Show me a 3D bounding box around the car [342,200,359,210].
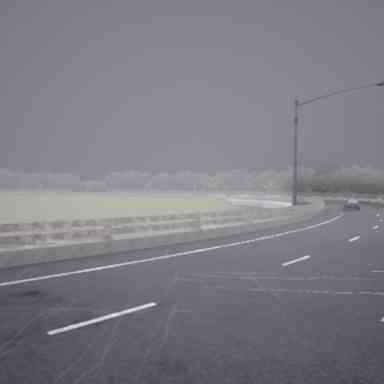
[{"bbox_3d":[23.509,1.853,49.227,1.812,1.442,4.674,1,0,18],"label":"car"}]
